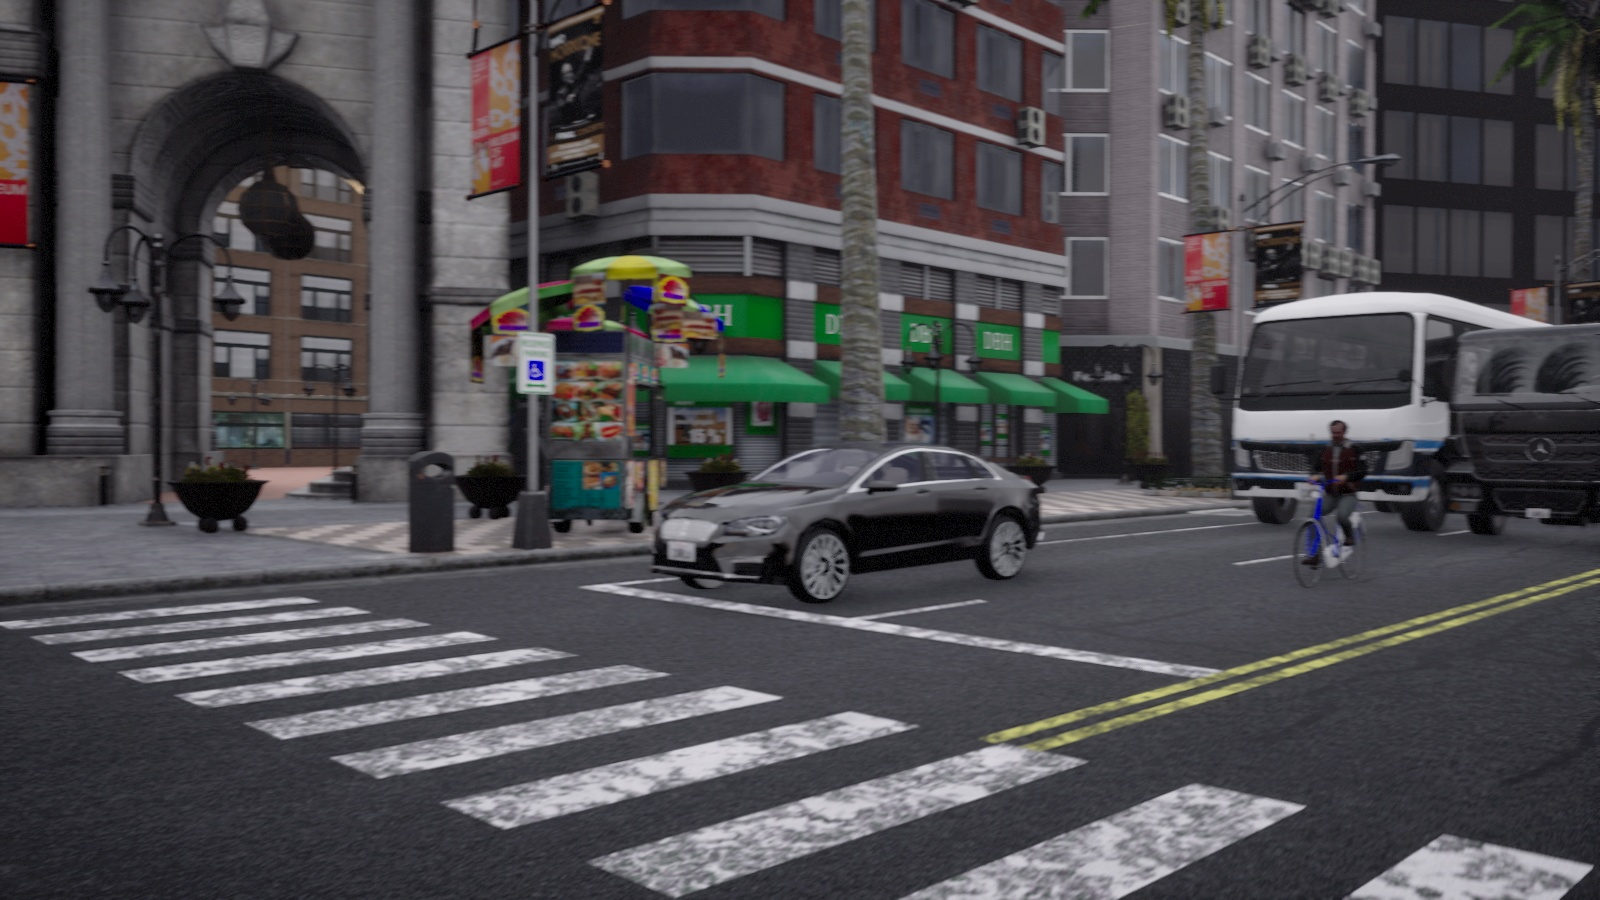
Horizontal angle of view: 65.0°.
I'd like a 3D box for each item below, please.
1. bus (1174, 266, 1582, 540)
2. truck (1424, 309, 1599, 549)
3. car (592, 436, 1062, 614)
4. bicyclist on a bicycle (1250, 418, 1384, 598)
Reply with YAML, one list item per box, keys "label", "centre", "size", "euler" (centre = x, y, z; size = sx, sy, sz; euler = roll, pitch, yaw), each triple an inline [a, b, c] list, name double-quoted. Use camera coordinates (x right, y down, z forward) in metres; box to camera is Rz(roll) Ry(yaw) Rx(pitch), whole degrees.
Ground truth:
- label: "bus"
  centre: [11.664, -0.715, 24.545]
  size: [3.944, 4.253, 10.273]
  euler: [1, 0, 45]
- label: "truck"
  centre: [13.652, -0.291, 21.570]
  size: [2.891, 3.462, 7.936]
  euler: [1, 0, 45]
- label: "car"
  centre: [0.469, 0.628, 13.133]
  size: [2.128, 1.511, 4.902]
  euler: [1, 0, 44]
- label: "bicyclist on a bicycle"
  centre: [5.495, 0.567, 13.292]
  size: [0.659, 1.776, 1.843]
  euler: [1, 0, 44]
